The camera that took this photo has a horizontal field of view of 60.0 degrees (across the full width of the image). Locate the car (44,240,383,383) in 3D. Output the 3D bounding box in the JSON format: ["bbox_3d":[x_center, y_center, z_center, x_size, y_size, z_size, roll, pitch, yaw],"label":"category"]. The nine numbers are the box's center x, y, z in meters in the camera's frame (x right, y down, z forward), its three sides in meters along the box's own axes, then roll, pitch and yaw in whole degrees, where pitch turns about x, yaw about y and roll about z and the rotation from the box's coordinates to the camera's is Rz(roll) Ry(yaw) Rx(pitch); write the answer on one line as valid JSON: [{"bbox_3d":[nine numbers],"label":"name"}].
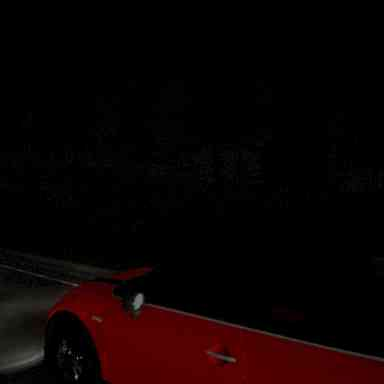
[{"bbox_3d":[0.357,1.352,3.737,4.553,1.767,2.097,0,0,36],"label":"car"}]
